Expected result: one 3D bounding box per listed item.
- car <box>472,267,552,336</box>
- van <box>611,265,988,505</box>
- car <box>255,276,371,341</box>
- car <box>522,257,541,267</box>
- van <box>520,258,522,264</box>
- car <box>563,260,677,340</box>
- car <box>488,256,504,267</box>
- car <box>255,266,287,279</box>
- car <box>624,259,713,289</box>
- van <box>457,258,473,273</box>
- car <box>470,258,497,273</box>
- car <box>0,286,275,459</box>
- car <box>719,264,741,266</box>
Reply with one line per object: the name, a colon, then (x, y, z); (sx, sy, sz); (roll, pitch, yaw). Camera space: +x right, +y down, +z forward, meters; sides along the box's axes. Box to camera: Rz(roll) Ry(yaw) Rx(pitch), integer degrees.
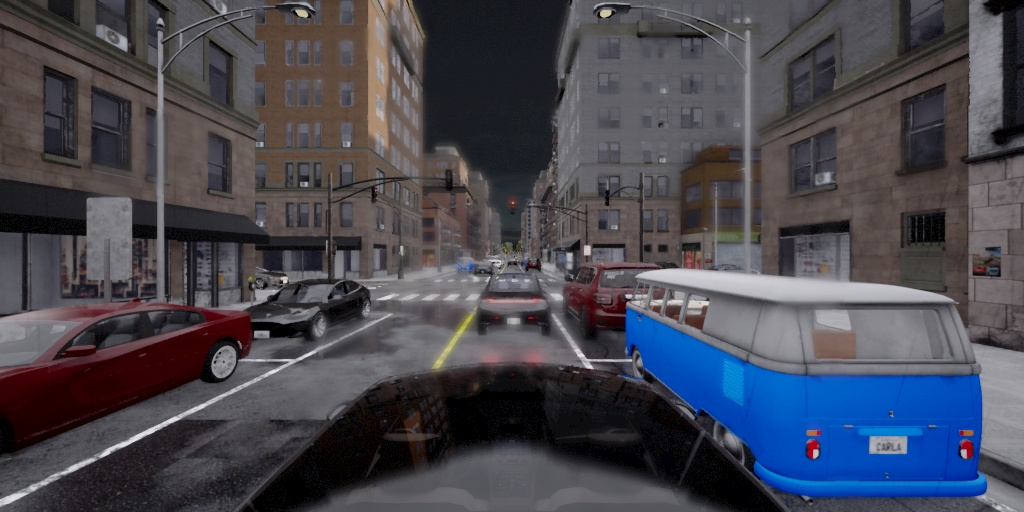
car: (0.061, 1.241, 10.421); (2.128, 1.511, 4.902); (0, 0, 0)
van: (2.645, 1.091, 4.367); (1.690, 1.789, 3.998); (0, 0, 0)
car: (-5.373, 1.315, 9.888); (1.948, 1.339, 4.313); (0, 0, 0)
car: (2.766, 1.058, 47.249); (2.192, 1.841, 5.009); (0, 0, 0)
van: (2.772, 1.081, 63.468); (1.690, 1.789, 3.998); (0, 0, 0)
car: (2.652, 1.064, 9.878); (2.192, 1.841, 5.009); (0, 0, 0)
car: (-2.775, 0.965, 54.238); (2.150, 2.045, 5.566); (0, 0, 0)
car: (-16.216, 1.304, 21.772); (4.902, 1.511, 2.128); (0, 0, 0)
car: (9.368, 1.054, 21.838); (4.553, 1.767, 2.097); (0, 0, 4)
van: (-5.353, 1.085, 41.852); (1.690, 1.789, 3.998); (0, 0, 0)
car: (-2.802, 1.250, 36.471); (1.837, 1.490, 4.892); (0, 0, 0)
car: (-5.380, 1.295, 4.377); (1.888, 1.381, 4.507); (0, 0, 0)
car: (14.688, 1.241, 24.735); (4.181, 1.385, 1.994); (0, 0, 0)
